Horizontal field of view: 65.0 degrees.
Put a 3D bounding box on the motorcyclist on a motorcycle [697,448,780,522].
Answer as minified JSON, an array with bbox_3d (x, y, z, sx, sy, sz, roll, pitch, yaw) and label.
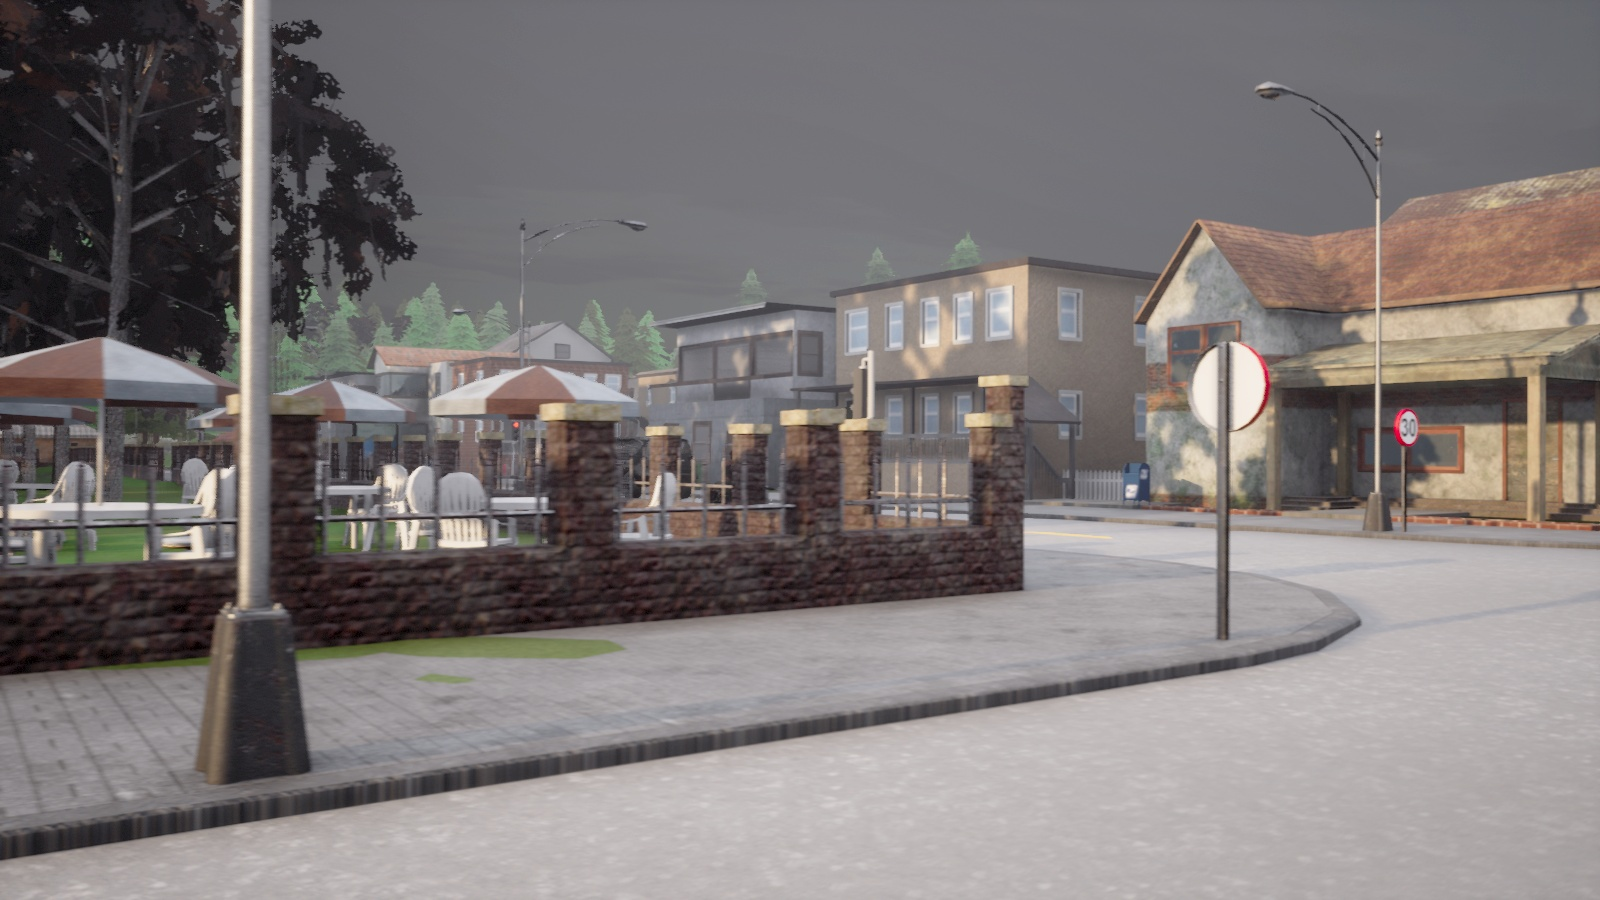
[{"bbox_3d":[-1.444,0.792,29.063,0.766,1.649,2.350,0,-1,-35],"label":"motorcyclist on a motorcycle"}]

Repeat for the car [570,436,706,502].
[{"bbox_3d":[-5.489,0.608,41.864,2.150,2.045,5.566,0,0,-35],"label":"car"}]
